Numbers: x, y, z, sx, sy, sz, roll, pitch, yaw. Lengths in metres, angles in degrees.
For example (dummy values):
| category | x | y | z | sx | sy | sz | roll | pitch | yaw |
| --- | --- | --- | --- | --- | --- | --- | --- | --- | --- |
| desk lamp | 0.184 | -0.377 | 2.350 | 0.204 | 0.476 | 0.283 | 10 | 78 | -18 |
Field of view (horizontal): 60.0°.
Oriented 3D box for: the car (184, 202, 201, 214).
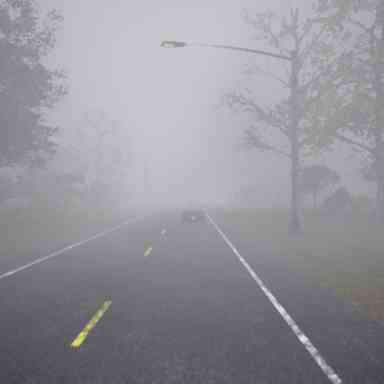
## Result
| category | x | y | z | sx | sy | sz | roll | pitch | yaw |
| --- | --- | --- | --- | --- | --- | --- | --- | --- | --- |
| car | 0.087 | 1.955 | 41.948 | 1.994 | 1.385 | 4.181 | 0 | -1 | 0 |

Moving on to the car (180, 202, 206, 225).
| category | x | y | z | sx | sy | sz | roll | pitch | yaw |
| --- | --- | --- | --- | --- | --- | --- | --- | --- | --- |
| car | 0.091 | 1.733 | 26.222 | 1.882 | 1.535 | 5.008 | 0 | -1 | 0 |
